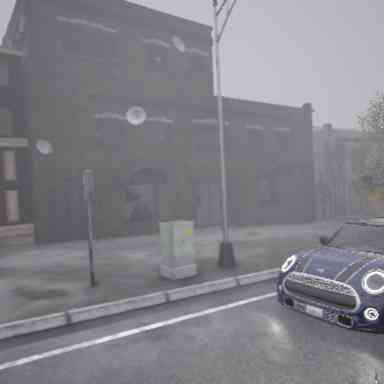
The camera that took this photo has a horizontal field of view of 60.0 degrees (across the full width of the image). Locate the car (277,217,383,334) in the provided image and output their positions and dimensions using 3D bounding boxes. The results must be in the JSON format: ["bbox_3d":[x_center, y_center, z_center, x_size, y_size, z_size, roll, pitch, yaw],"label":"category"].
[{"bbox_3d":[3.816,1.344,6.718,4.553,1.767,2.097,0,0,-36],"label":"car"}]
